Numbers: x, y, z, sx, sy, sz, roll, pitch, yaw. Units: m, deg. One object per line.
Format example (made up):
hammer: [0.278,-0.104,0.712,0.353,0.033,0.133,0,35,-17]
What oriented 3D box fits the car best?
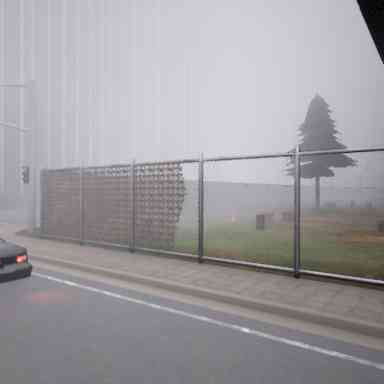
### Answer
car: [-6.207,1.536,8.397,5.357,1.411,2.033,0,0,35]
